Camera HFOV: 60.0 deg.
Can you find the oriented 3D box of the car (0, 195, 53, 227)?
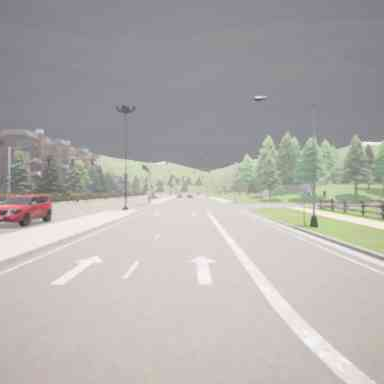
[{"bbox_3d":[-11.574,1.210,22.943,2.150,2.045,5.566,0,0,0],"label":"car"}]
